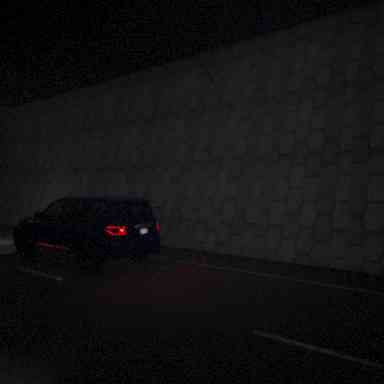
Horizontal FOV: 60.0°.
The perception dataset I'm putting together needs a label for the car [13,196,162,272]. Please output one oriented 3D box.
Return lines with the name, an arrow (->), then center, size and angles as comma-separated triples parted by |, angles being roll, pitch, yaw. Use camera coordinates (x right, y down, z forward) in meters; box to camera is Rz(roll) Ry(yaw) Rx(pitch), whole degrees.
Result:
car -> -3.519, 1.159, 10.801 | 5.566, 2.045, 2.150 | 1, 0, 36
